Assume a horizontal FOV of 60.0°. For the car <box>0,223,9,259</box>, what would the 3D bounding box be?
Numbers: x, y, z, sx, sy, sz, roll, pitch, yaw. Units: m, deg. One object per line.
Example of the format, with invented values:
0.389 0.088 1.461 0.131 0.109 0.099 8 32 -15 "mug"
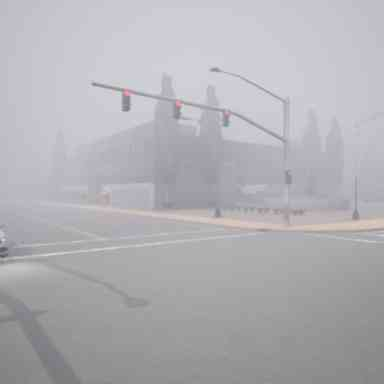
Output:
-7.869 1.517 11.952 1.812 1.442 4.674 0 0 -36 "car"
